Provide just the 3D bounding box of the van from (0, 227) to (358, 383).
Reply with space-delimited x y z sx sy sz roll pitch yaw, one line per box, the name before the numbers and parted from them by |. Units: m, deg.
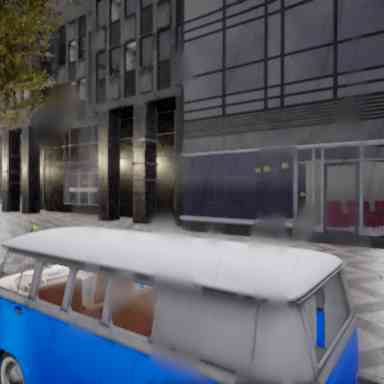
van | -0.499 1.332 3.320 3.998 1.788 1.690 0 0 36
